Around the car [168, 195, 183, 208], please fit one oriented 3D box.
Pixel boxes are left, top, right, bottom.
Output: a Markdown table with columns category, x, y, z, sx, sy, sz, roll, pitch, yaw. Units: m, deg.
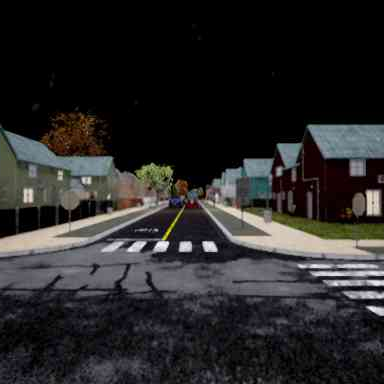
| category | x | y | z | sx | sy | sz | roll | pitch | yaw |
| --- | --- | --- | --- | --- | --- | --- | --- | --- | --- |
| car | -2.747 | 1.571 | 56.371 | 2.150 | 2.045 | 5.566 | 0 | -1 | 0 |

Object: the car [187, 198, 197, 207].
| category | x | y | z | sx | sy | sz | roll | pitch | yaw |
| --- | --- | --- | --- | --- | --- | --- | --- | --- | --- |
| car | 0.003 | 1.932 | 62.230 | 1.812 | 1.442 | 4.674 | 0 | -1 | 0 |

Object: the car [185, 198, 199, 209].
| category | x | y | z | sx | sy | sz | roll | pitch | yaw |
| --- | --- | --- | --- | --- | --- | --- | --- | --- | --- |
| car | 0.002 | 1.663 | 52.198 | 2.097 | 1.767 | 4.553 | 0 | -1 | 0 |
